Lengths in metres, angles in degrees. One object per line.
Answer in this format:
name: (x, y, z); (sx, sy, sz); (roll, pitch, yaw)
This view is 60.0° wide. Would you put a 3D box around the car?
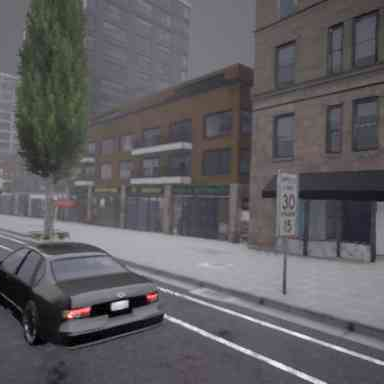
car: (-2.763, 1.752, 6.779); (2.033, 1.411, 5.357); (4, -3, -42)
